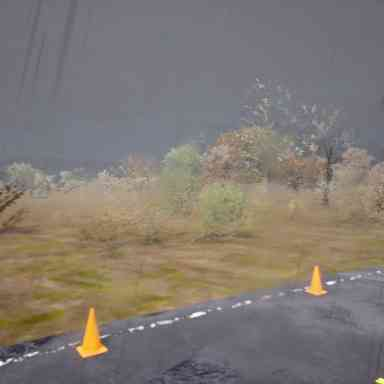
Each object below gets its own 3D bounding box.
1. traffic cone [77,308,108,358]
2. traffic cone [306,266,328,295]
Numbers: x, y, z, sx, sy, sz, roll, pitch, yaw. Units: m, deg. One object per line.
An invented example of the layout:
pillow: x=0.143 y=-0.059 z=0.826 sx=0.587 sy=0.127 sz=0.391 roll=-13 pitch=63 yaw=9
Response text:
traffic cone: x=-1.412 y=1.946 z=4.713 sx=0.340 sy=0.580 sz=0.340 roll=0 pitch=0 yaw=-35
traffic cone: x=2.824 y=1.974 z=7.537 sx=0.340 sy=0.580 sz=0.340 roll=0 pitch=0 yaw=-33
